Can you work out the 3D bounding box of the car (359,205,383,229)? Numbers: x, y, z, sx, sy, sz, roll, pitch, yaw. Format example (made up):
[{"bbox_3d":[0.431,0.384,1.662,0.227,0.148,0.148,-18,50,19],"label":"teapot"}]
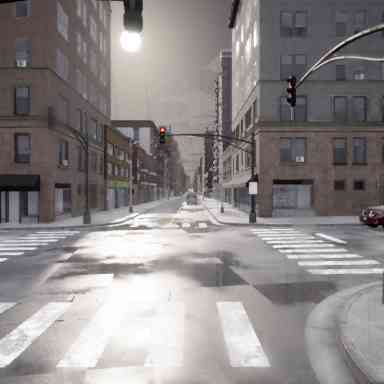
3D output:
[{"bbox_3d":[12.053,1.123,18.376,5.009,1.841,2.192,-1,1,0],"label":"car"}]

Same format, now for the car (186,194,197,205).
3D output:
[{"bbox_3d":[-0.016,1.594,60.021,2.033,1.411,5.357,0,0,0],"label":"car"}]
